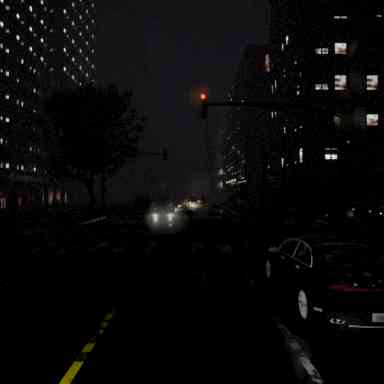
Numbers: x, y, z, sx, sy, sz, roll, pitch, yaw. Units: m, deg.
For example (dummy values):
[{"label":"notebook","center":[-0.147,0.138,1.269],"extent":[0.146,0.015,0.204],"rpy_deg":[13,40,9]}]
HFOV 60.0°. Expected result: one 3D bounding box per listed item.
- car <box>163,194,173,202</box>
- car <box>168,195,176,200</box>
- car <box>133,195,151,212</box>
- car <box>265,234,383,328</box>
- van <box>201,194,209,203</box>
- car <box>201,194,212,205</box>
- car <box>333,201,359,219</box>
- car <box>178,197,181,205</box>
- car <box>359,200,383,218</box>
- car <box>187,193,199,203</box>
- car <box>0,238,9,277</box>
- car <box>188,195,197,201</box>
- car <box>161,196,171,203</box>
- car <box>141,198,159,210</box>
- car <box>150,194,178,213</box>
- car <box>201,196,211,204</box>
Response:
[{"label":"car","center":[-5.584,1.371,77.967],"extent":[2.192,1.841,5.009],"rpy_deg":[0,0,0]},{"label":"car","center":[-5.561,1.636,94.536],"extent":[2.008,1.369,4.403],"rpy_deg":[0,0,0]},{"label":"car","center":[-5.637,1.329,39.307],"extent":[2.192,1.841,5.009],"rpy_deg":[0,0,0]},{"label":"car","center":[2.699,1.550,6.908],"extent":[2.008,1.369,4.403],"rpy_deg":[0,0,0]},{"label":"van","center":[2.789,1.388,72.433],"extent":[1.690,1.788,3.998],"rpy_deg":[0,0,0]},{"label":"car","center":[2.774,1.599,61.387],"extent":[1.947,1.339,4.313],"rpy_deg":[0,0,0]},{"label":"car","center":[13.462,1.345,26.299],"extent":[4.403,1.369,2.008],"rpy_deg":[-1,1,0]},{"label":"car","center":[-3.029,1.498,47.719],"extent":[1.882,1.535,5.008],"rpy_deg":[0,0,0]},{"label":"car","center":[15.454,0.989,23.738],"extent":[5.566,2.045,2.150],"rpy_deg":[-1,0,-1]},{"label":"car","center":[0.094,1.568,69.036],"extent":[1.812,1.442,4.674],"rpy_deg":[0,0,0]},{"label":"car","center":[-5.681,1.544,6.919],"extent":[1.887,1.381,4.507],"rpy_deg":[0,0,0]},{"label":"car","center":[0.110,1.433,79.043],"extent":[2.128,1.511,4.902],"rpy_deg":[0,0,0]},{"label":"car","center":[-5.592,1.613,72.445],"extent":[1.947,1.339,4.313],"rpy_deg":[0,0,0]},{"label":"car","center":[-5.630,1.584,44.830],"extent":[1.947,1.339,4.313],"rpy_deg":[0,0,0]},{"label":"car","center":[-3.048,1.364,37.041],"extent":[2.097,1.767,4.553],"rpy_deg":[0,0,0]},{"label":"car","center":[2.782,1.565,67.080],"extent":[1.752,1.417,4.829],"rpy_deg":[0,0,0]}]
